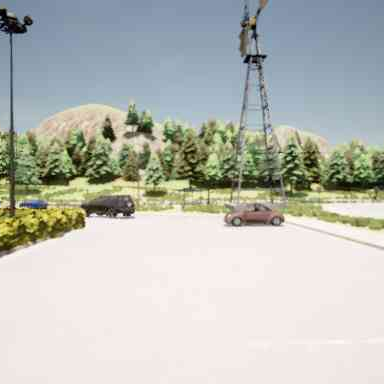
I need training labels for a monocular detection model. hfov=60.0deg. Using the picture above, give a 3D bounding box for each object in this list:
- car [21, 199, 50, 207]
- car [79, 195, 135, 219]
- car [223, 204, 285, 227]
[{"bbox_3d":[-18.922,1.625,40.343,1.882,1.535,5.008,-1,0,-3],"label":"car"},{"bbox_3d":[-7.771,1.276,30.176,5.566,2.045,2.150,0,0,30],"label":"car"},{"bbox_3d":[3.996,1.476,21.814,3.905,1.438,1.784,-1,0,-2],"label":"car"}]
